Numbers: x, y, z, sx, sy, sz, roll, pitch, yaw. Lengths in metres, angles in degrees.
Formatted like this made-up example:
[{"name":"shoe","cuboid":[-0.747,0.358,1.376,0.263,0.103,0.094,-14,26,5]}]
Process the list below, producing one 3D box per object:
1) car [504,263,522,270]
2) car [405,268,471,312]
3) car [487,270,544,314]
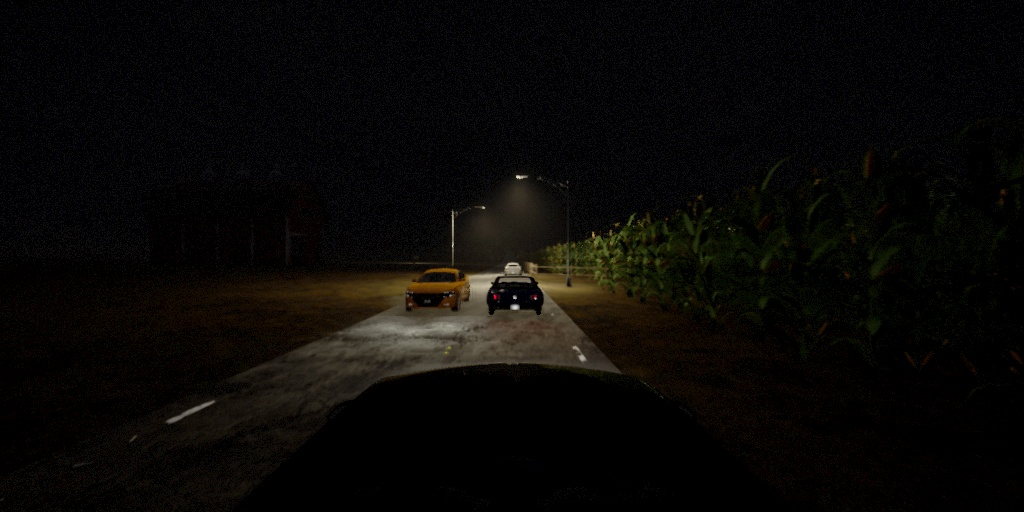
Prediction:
[{"name":"car","cuboid":[0.116,1.493,39.167,1.812,1.442,4.674,0,0,0]},{"name":"car","cuboid":[-2.822,1.259,14.501,1.882,1.535,5.008,0,0,0]},{"name":"car","cuboid":[0.105,1.379,13.866,1.895,1.301,4.718,0,0,0]}]
